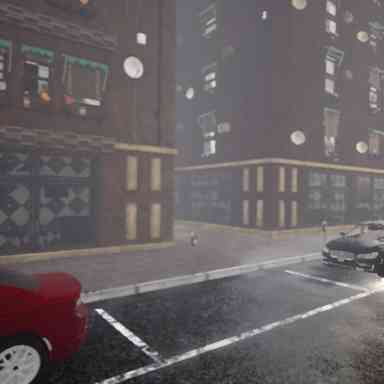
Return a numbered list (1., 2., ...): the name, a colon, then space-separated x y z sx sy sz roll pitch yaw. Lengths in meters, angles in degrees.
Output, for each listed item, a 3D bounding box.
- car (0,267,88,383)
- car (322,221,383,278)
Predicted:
1. car: -3.463 1.541 3.575 4.507 1.381 1.887 0 1 -36
2. car: 5.766 1.588 10.168 4.403 1.369 2.008 0 1 -36
